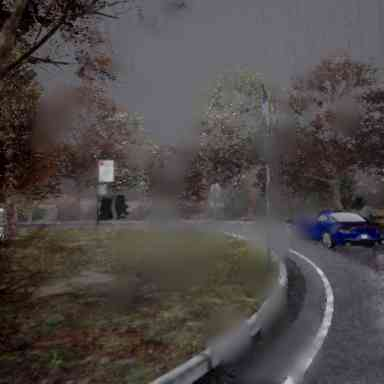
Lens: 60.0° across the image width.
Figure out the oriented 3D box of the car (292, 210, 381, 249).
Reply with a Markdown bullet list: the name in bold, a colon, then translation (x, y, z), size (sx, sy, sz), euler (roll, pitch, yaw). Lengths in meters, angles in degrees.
- **car**: translation (6.290, 1.568, 15.150), size (1.882, 1.535, 5.008), euler (0, 0, -7)
